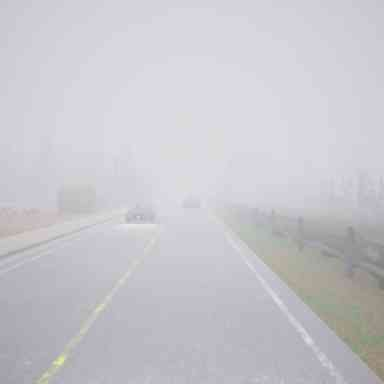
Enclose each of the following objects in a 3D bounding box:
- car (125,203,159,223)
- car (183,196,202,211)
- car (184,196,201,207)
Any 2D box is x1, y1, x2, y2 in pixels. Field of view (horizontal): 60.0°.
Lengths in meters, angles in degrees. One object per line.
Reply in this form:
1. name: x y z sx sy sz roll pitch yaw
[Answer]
1. car: -3.561 1.463 24.169 1.994 1.385 4.181 0 0 0
2. car: 0.017 1.191 38.668 2.097 1.767 4.553 0 0 0
3. car: 0.006 1.345 49.004 2.033 1.411 5.357 0 0 -5
